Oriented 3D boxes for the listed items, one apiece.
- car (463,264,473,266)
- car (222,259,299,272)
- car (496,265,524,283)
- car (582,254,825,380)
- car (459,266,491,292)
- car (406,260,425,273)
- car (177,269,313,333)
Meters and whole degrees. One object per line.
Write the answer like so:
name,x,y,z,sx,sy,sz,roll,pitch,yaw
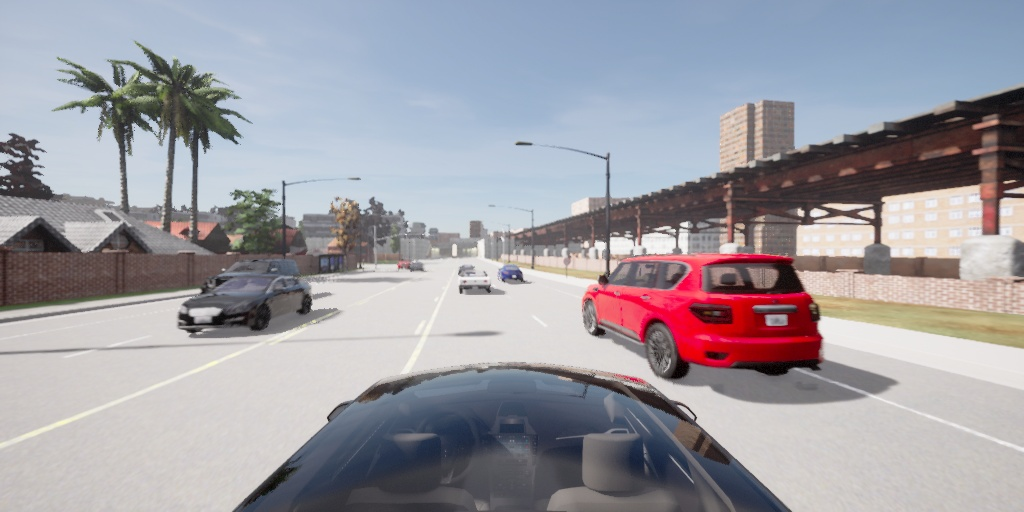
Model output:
car,-5.224,1.661,41.992,1.994,1.385,4.181,0,0,-8
car,-12.541,1.163,17.792,2.150,2.045,5.566,0,0,-8
car,-0.167,1.519,31.458,1.812,1.442,4.674,0,-1,-8
car,3.268,1.001,7.560,2.150,2.045,5.566,0,-1,-7
car,-2.434,1.533,22.713,1.895,1.301,4.718,0,-1,-8
car,-14.188,1.680,53.911,1.837,1.490,4.892,0,0,-8
car,-8.094,1.359,11.428,2.128,1.511,4.902,0,0,-8
